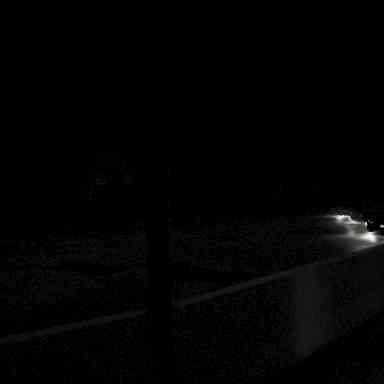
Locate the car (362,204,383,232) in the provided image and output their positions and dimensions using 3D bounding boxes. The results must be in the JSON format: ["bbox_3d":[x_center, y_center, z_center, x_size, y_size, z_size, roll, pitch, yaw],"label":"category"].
[{"bbox_3d":[12.405,1.717,20.750,1.837,1.490,4.892,0,-1,41],"label":"car"}]

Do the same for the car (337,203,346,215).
[{"bbox_3d":[18.117,1.943,38.034,1.994,1.385,4.181,0,-1,41],"label":"car"}]

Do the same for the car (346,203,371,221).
[{"bbox_3d":[15.833,1.808,30.041,1.837,1.490,4.892,0,-1,41],"label":"car"}]
